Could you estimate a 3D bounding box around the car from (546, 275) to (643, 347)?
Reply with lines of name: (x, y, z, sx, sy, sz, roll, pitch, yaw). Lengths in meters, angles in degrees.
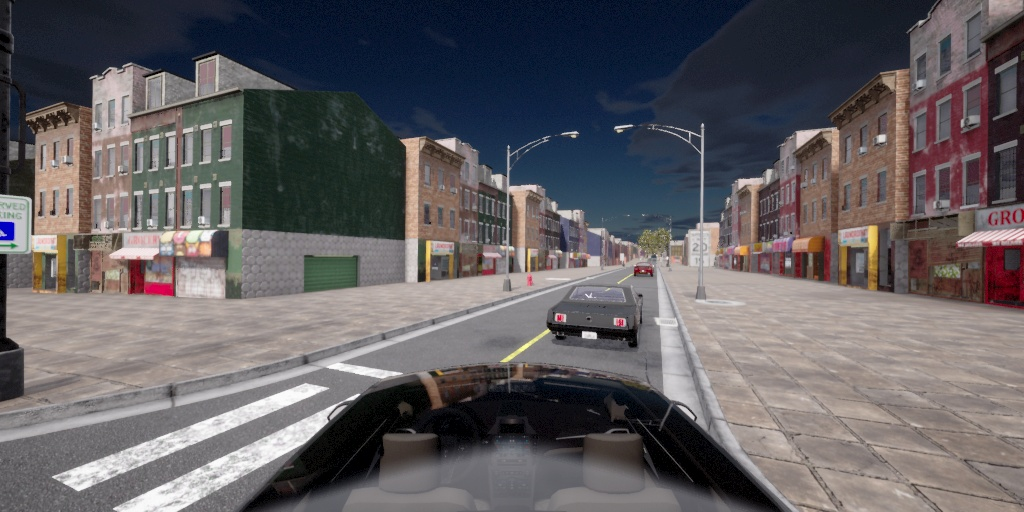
car: (2.431, 1.345, 9.442, 1.895, 1.301, 4.718, 1, 0, 22)

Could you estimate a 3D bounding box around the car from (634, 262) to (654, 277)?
car: (14.299, 1.394, 38.842, 1.882, 1.535, 5.008, 1, 0, 22)
